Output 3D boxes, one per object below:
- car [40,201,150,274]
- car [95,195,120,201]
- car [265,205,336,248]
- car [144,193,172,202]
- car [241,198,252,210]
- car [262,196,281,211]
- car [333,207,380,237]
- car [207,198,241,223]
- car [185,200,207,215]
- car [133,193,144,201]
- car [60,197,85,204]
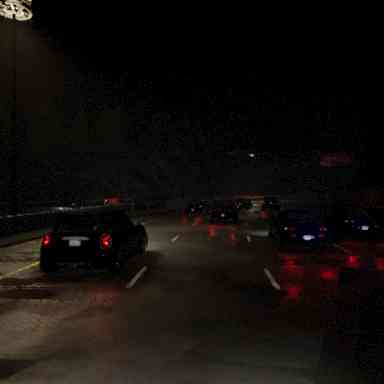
[{"bbox_3d":[-2.858,1.333,10.665,2.097,1.767,4.553,0,0,4],"label":"car"},{"bbox_3d":[-12.932,1.263,50.941,2.097,1.767,4.553,0,0,18],"label":"car"},{"bbox_3d":[4.524,1.514,14.631,1.812,1.442,4.674,0,0,6],"label":"car"},{"bbox_3d":[-4.949,1.144,52.816,2.150,2.045,5.566,0,0,20],"label":"car"},{"bbox_3d":[6.464,1.504,42.071,2.033,1.411,5.357,0,0,17],"label":"car"},{"bbox_3d":[9.626,1.316,40.286,2.097,1.767,4.553,0,0,16],"label":"car"},{"bbox_3d":[8.437,1.517,17.917,1.812,1.442,4.674,0,0,7],"label":"car"},{"bbox_3d":[2.561,1.448,25.582,1.882,1.535,5.008,0,0,10],"label":"car"},{"bbox_3d":[0.560,1.483,33.337,1.812,1.442,4.674,0,0,13],"label":"car"},{"bbox_3d":[-7.740,1.134,55.405,2.150,2.045,5.566,0,0,20],"label":"car"},{"bbox_3d":[-17.308,1.470,48.543,1.994,1.385,4.181,0,0,16],"label":"car"}]
